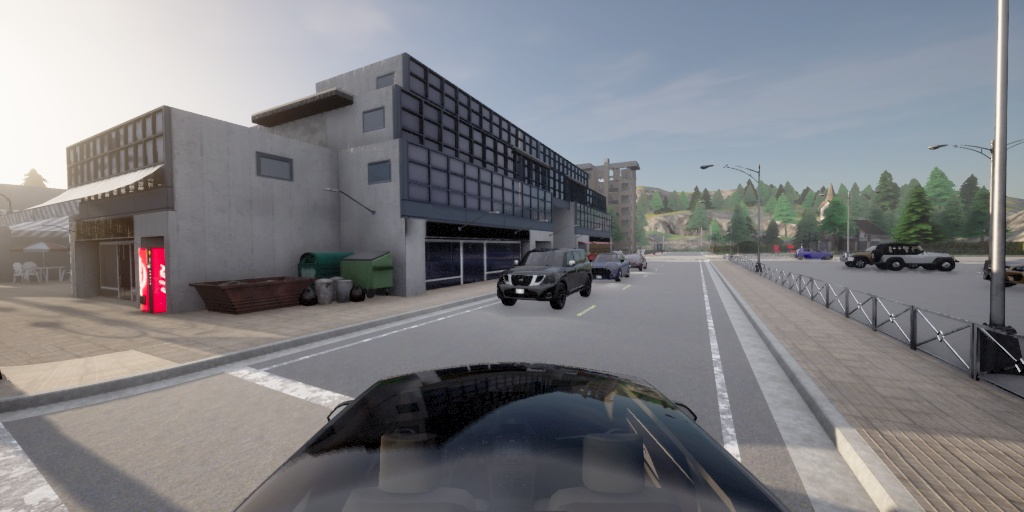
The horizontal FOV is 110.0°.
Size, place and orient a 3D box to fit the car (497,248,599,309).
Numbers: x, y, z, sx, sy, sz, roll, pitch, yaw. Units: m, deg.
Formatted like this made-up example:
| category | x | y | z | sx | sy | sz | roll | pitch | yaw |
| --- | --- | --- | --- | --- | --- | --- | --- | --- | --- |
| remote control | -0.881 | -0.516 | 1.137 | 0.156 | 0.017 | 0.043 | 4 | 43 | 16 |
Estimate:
| category | x | y | z | sx | sy | sz | roll | pitch | yaw |
| --- | --- | --- | --- | --- | --- | --- | --- | --- | --- |
| car | 1.516 | 0.705 | 13.909 | 2.150 | 2.045 | 5.566 | 0 | 1 | 27 |

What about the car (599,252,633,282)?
| category | x | y | z | sx | sy | sz | roll | pitch | yaw |
| --- | --- | --- | --- | --- | --- | --- | --- | --- | --- |
| car | 6.044 | 0.583 | 22.641 | 2.097 | 1.767 | 4.553 | 0 | 1 | 27 |

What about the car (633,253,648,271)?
| category | x | y | z | sx | sy | sz | roll | pitch | yaw |
| --- | --- | --- | --- | --- | --- | --- | --- | --- | --- |
| car | 10.758 | 0.494 | 31.723 | 1.812 | 1.442 | 4.674 | 0 | 1 | 28 |
